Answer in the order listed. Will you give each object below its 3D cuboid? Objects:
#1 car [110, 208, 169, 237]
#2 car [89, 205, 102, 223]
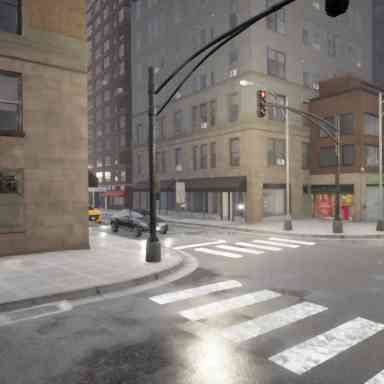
[{"bbox_3d":[-3.224,1.695,19.473,1.812,1.442,4.674,-1,0,-38],"label":"car"},{"bbox_3d":[-8.939,1.731,26.976,1.882,1.535,5.008,-1,0,-37],"label":"car"}]
